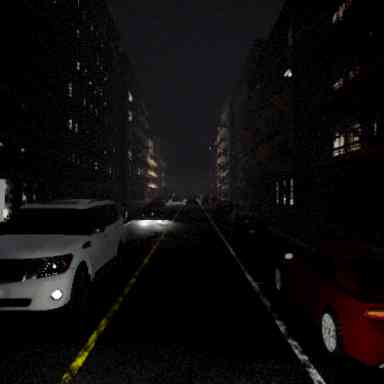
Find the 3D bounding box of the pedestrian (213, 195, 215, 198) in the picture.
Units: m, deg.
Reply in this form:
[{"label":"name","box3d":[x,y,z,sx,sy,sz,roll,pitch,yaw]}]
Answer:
[{"label":"pedestrian","box3d":[3.006,1.254,45.204,0.375,1.860,0.375,1,-1,-3]}]

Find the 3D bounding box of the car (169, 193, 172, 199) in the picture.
[{"label":"car","box3d":[-5.669,1.470,67.959,1.752,1.417,4.829,1,0,0]}]

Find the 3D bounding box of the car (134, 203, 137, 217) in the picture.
[{"label":"car","box3d":[-5.675,1.525,28.498,2.008,1.369,4.403,1,0,0]}]

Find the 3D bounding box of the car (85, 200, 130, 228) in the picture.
[{"label":"car","box3d":[-5.674,1.419,22.837,1.967,1.590,4.097,1,0,0]}]

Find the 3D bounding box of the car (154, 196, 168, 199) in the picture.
[{"label":"car","box3d":[-5.671,1.497,56.807,1.887,1.381,4.507,1,0,0]}]

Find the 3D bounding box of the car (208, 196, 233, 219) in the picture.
[{"label":"car","box3d":[2.707,1.413,28.456,1.967,1.590,4.097,1,0,0]}]

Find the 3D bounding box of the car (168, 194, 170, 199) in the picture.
[{"label":"car","box3d":[-5.670,1.473,62.298,1.752,1.417,4.829,1,0,0]}]

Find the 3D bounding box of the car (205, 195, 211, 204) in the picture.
[{"label":"car","box3d":[3.005,1.418,42.197,1.801,1.575,5.366,0,0,0]}]

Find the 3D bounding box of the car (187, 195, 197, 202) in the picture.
[{"label":"car","box3d":[0.009,1.388,70.379,1.895,1.301,4.718,0,0,0]}]

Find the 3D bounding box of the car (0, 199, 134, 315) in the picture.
[{"label":"car","box3d":[-3.052,1.215,7.887,2.150,2.045,5.566,0,0,1]}]

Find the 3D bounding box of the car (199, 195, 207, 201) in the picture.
[{"label":"car","box3d":[2.712,1.517,85.073,1.802,1.307,4.206,1,0,0]}]

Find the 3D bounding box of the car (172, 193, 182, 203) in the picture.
[{"label":"car","box3d":[-2.993,1.518,68.599,1.994,1.385,4.181,0,0,0]}]

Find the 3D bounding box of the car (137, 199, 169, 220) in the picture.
[{"label":"car","box3d":[-3.093,1.538,28.044,1.994,1.385,4.181,0,0,0]}]

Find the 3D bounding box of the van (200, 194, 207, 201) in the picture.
[{"label":"van","box3d":[2.715,1.278,79.412,1.690,1.788,3.998,1,0,0]}]

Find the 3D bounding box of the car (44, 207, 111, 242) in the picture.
[{"label":"car","box3d":[-5.677,1.550,17.175,1.947,1.339,4.313,1,0,0]}]

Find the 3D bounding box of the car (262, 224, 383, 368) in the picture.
[{"label":"car","box3d":[2.702,1.539,5.810,1.887,1.381,4.507,1,0,0]}]

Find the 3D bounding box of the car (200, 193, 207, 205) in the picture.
[{"label":"car","box3d":[2.711,1.392,56.765,1.967,1.590,4.097,1,0,0]}]

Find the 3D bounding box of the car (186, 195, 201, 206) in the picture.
[{"label":"car","box3d":[0.007,1.517,55.257,1.994,1.385,4.181,0,0,0]}]

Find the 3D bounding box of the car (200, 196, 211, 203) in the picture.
[{"label":"car","box3d":[2.711,1.494,68.088,2.008,1.369,4.403,1,0,0]}]

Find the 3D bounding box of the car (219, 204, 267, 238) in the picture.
[{"label":"car","box3d":[2.704,1.534,17.133,2.008,1.369,4.403,1,0,0]}]
